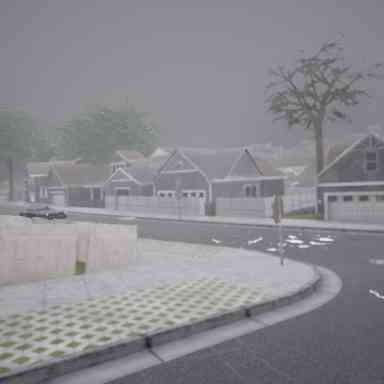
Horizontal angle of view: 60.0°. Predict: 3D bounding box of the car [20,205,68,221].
[{"bbox_3d":[-11.865,1.723,26.612,4.718,1.301,1.895,0,3,41],"label":"car"}]
